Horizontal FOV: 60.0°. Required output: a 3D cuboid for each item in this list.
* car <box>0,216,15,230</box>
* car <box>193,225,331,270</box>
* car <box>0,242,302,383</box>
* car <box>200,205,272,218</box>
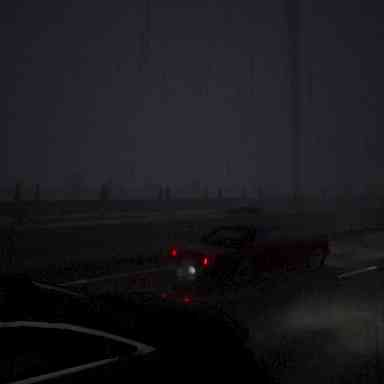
[{"bbox_3d":[-11.840,1.602,17.043,4.718,1.301,1.895,0,0,-36],"label":"car"},{"bbox_3d":[1.803,1.597,9.332,4.718,1.301,1.895,0,0,-35],"label":"car"},{"bbox_3d":[-1.586,1.491,2.615,4.902,1.511,2.128,0,0,-36],"label":"car"},{"bbox_3d":[2.482,1.498,18.657,4.892,1.490,1.837,0,0,-35],"label":"car"}]
